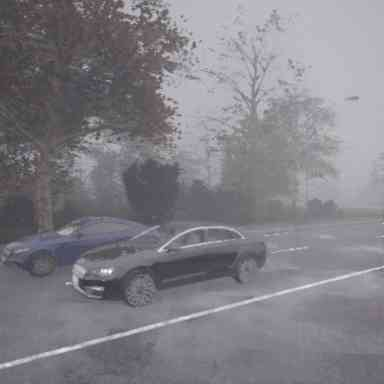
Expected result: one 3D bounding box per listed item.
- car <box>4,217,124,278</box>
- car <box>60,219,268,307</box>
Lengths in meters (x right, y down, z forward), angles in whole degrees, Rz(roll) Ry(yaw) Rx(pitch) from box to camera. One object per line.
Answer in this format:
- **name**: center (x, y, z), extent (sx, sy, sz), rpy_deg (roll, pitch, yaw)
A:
- **car**: center (-3.149, 1.520, 10.295), extent (4.674, 1.442, 1.812), rpy_deg (0, 0, -35)
- **car**: center (-0.305, 1.488, 8.016), extent (4.902, 1.511, 2.128), rpy_deg (0, 0, -35)
